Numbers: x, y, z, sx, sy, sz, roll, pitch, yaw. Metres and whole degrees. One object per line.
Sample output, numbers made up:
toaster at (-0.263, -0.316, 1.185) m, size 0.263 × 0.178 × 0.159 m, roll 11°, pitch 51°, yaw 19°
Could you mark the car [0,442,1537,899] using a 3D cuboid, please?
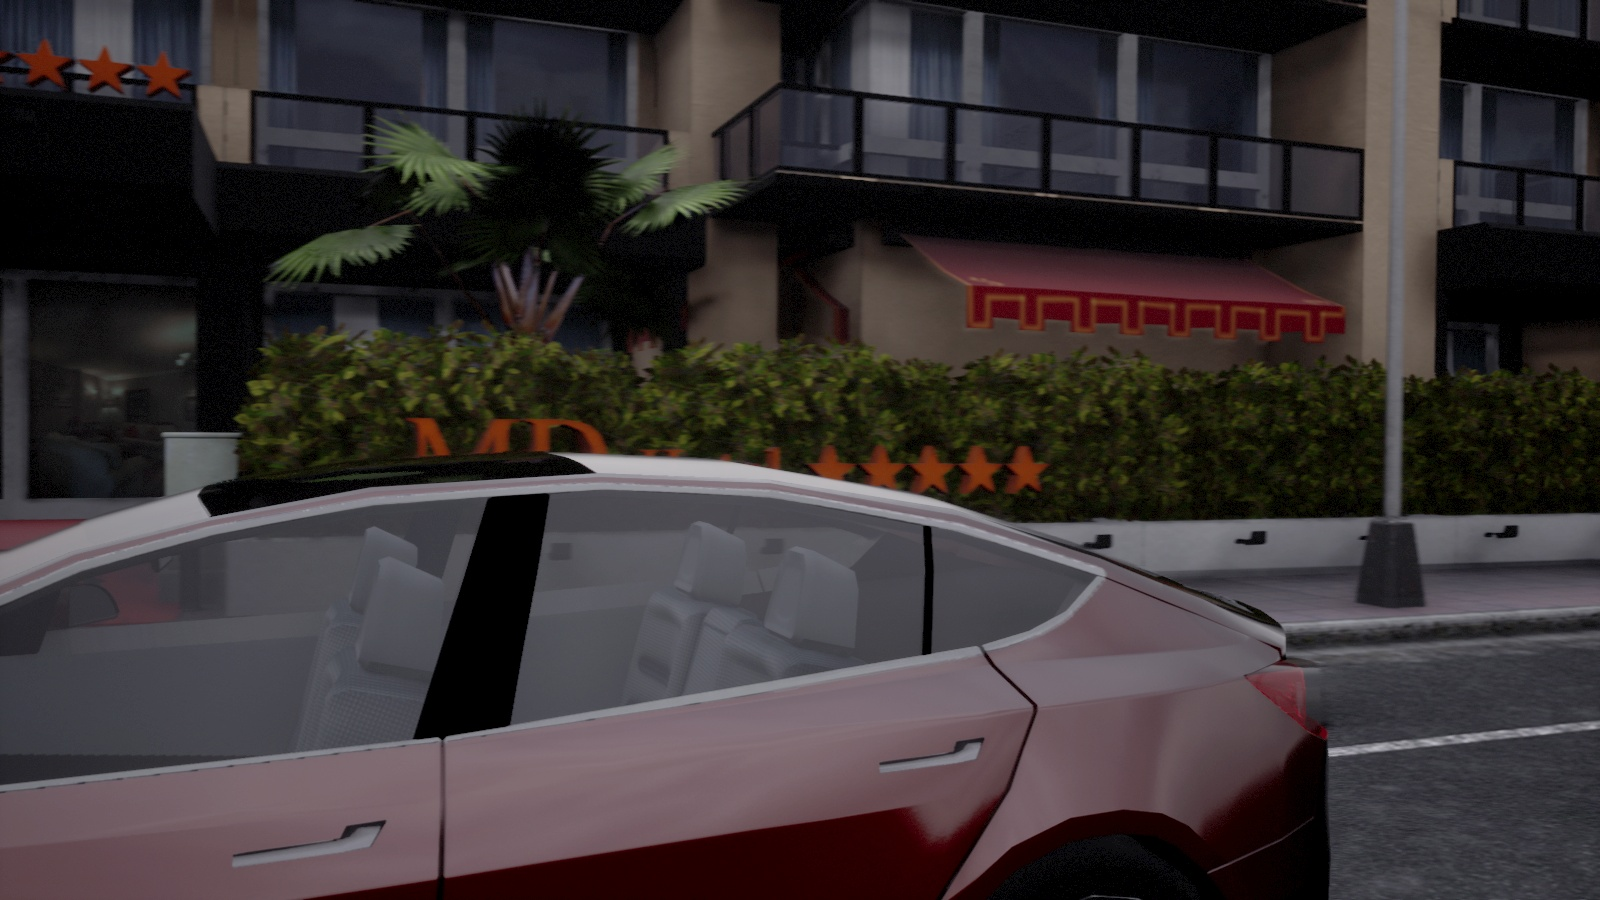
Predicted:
car at (-1.051, 0.763, 2.840) m, size 4.792 × 1.488 × 2.163 m, roll -1°, pitch 1°, yaw -21°
